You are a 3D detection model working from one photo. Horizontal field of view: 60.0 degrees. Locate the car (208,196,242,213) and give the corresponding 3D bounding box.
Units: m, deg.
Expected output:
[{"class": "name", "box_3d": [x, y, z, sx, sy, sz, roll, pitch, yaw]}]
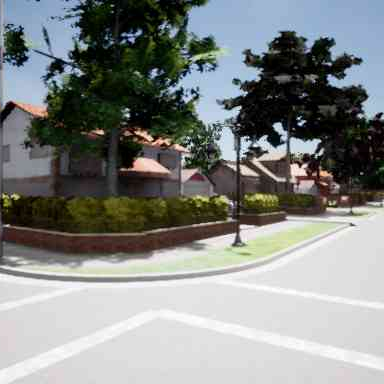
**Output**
[{"class": "car", "box_3d": [2.576, 1.085, 30.170, 3.806, 1.475, 1.970, 0, 0, 36]}]
